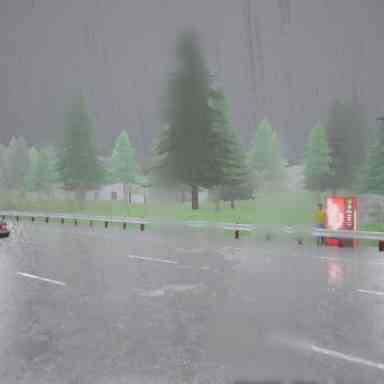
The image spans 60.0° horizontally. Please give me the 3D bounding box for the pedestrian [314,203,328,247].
[{"bbox_3d":[5.396,1.294,13.903,0.375,1.860,0.375,0,0,35],"label":"pedestrian"}]

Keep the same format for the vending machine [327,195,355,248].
[{"bbox_3d":[6.321,1.195,14.092,0.880,2.100,1.100,0,0,35],"label":"vending machine"}]

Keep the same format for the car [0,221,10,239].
[{"bbox_3d":[-10.368,1.547,14.805,5.357,1.411,2.033,0,0,31],"label":"car"}]
